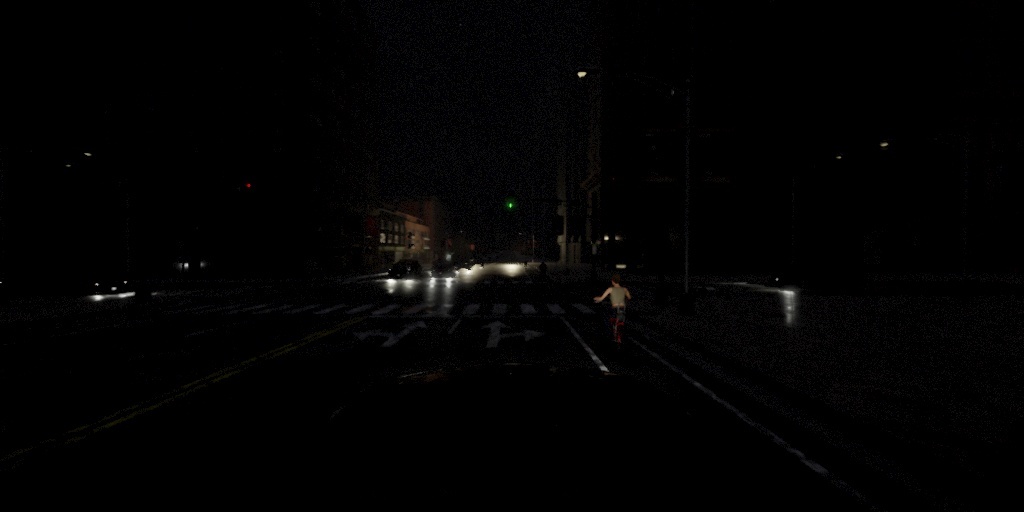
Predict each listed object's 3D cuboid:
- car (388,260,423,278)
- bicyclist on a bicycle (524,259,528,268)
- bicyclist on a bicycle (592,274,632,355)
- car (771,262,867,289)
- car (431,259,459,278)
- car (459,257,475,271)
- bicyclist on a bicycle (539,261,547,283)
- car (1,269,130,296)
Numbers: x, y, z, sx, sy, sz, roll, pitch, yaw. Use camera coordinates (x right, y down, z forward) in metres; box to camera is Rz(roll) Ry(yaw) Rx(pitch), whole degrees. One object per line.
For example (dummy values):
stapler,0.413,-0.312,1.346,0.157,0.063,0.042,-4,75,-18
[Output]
car,-9.871,1.118,33.558,2.097,1.767,4.553,0,0,1
bicyclist on a bicycle,2.253,1.213,57.940,0.866,1.612,1.509,0,0,0
bicyclist on a bicycle,2.207,1.186,7.695,0.866,1.612,1.509,0,0,1
car,18.298,1.142,21.495,4.892,1.490,1.837,0,1,0
car,-6.582,1.292,35.023,1.812,1.442,4.674,0,0,-1
car,-6.576,1.280,49.241,1.837,1.490,4.892,0,0,0
bicyclist on a bicycle,2.243,1.203,25.671,0.582,1.620,1.656,0,-1,0
car,-24.259,1.398,19.481,5.357,1.411,2.033,0,1,0
